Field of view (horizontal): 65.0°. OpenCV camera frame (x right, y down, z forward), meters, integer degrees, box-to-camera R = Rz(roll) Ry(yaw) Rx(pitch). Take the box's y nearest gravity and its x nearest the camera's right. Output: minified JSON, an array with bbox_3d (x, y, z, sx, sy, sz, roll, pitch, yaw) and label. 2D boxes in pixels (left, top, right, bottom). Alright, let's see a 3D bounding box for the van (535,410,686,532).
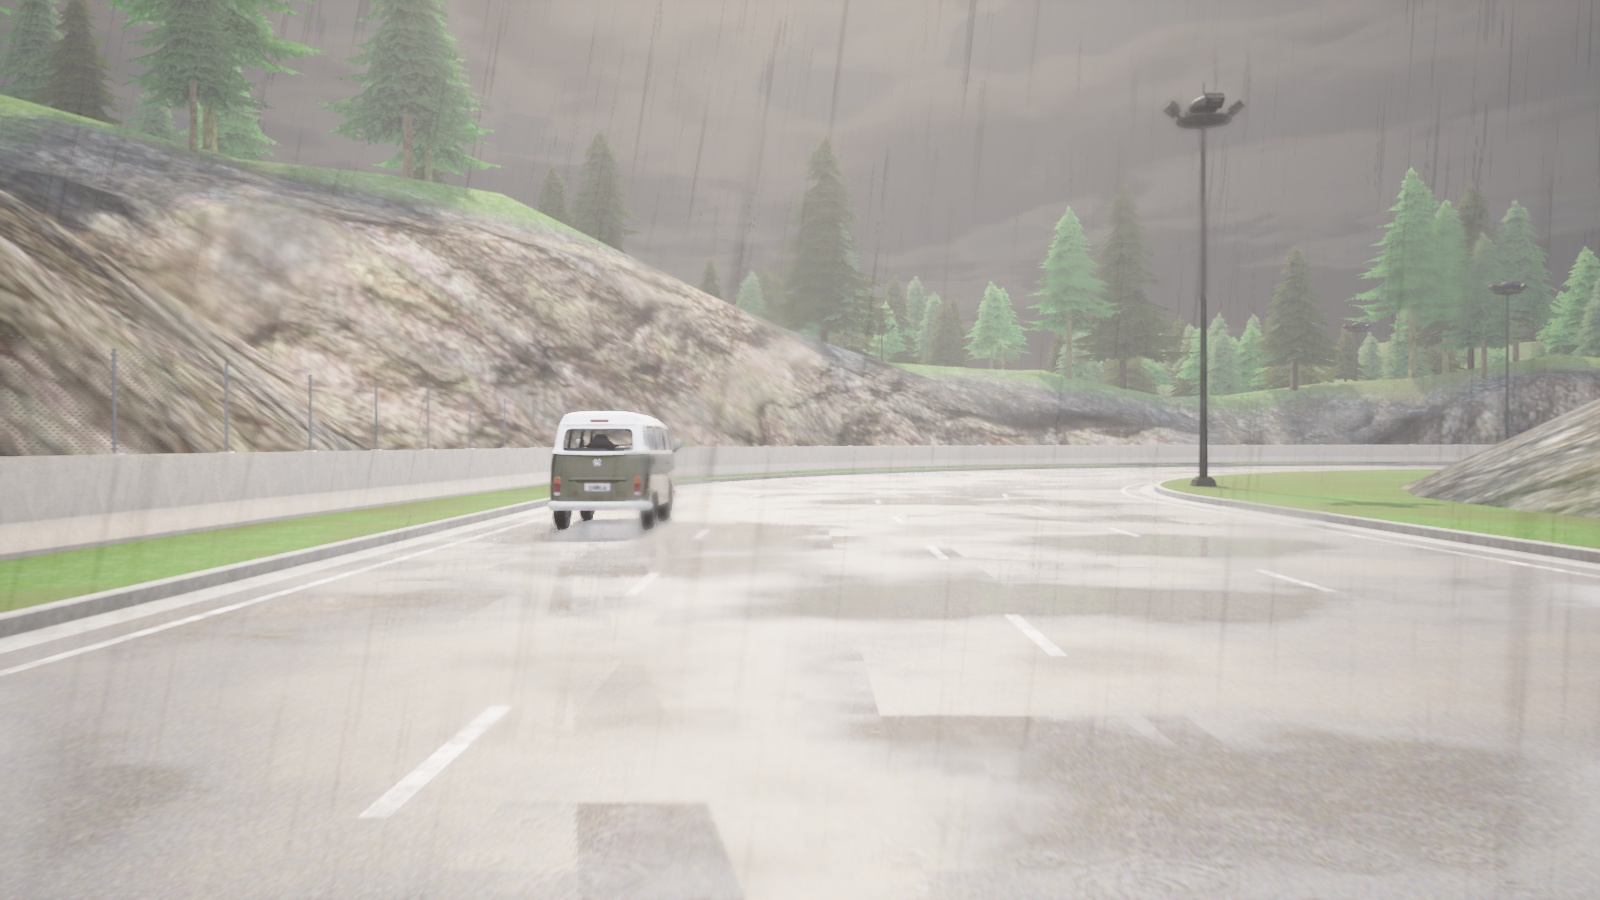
[{"bbox_3d":[-3.353,0.337,23.102,2.069,2.038,4.480,0,0,0],"label":"van"}]
